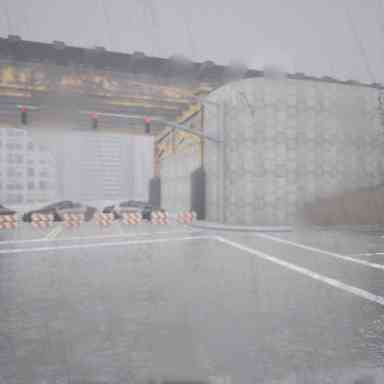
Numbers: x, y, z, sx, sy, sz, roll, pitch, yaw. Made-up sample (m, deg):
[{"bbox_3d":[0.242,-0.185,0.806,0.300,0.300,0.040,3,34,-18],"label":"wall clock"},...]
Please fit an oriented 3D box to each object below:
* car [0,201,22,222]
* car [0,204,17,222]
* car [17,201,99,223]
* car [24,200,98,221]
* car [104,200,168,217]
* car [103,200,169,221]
[{"bbox_3d":[-13.686,1.231,22.310,4.536,1.218,1.853,0,0,28],"label":"car"},{"bbox_3d":[-13.640,1.388,22.286,4.974,1.542,2.038,0,0,28],"label":"car"},{"bbox_3d":[-9.203,1.395,23.528,2.038,1.542,4.974,0,0,38],"label":"car"},{"bbox_3d":[-9.171,1.238,23.569,1.853,1.218,4.536,0,0,38],"label":"car"},{"bbox_3d":[-4.293,1.243,25.735,4.536,1.218,1.853,0,0,13],"label":"car"},{"bbox_3d":[-4.243,1.401,25.724,4.974,1.542,2.038,0,0,13],"label":"car"}]
